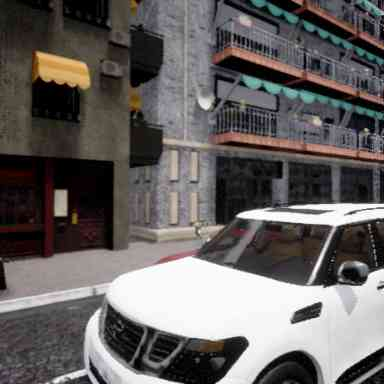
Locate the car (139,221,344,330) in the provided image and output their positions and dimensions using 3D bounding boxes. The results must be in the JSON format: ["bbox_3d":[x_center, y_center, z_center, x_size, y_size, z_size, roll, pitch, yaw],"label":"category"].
[{"bbox_3d":[1.273,1.529,7.458,4.507,1.381,1.887,0,1,-35],"label":"car"}]

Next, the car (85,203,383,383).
[{"bbox_3d":[1.522,1.212,4.461,5.566,2.045,2.150,0,0,-35],"label":"car"}]
